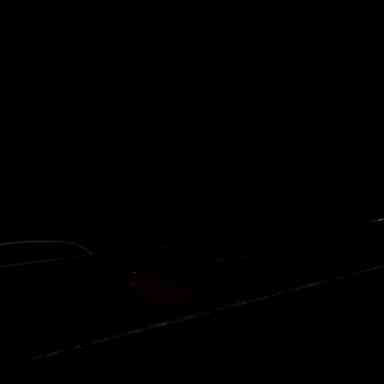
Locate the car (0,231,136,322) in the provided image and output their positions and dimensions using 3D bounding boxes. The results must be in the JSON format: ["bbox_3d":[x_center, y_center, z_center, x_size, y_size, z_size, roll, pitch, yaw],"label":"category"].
[{"bbox_3d":[-3.414,1.493,5.855,4.902,1.511,2.128,0,0,-35],"label":"car"}]
